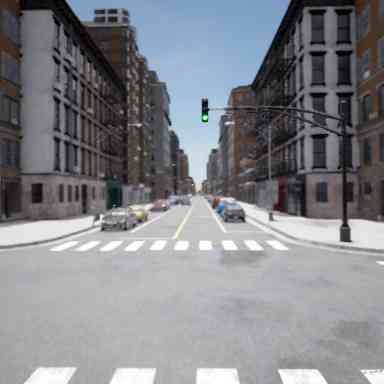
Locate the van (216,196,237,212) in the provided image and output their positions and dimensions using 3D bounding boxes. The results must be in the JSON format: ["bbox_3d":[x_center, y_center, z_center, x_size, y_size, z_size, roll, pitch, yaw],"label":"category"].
[{"bbox_3d":[3.525,1.492,32.710,1.690,1.788,3.998,0,0,1],"label":"van"}]

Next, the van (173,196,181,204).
[{"bbox_3d":[-3.442,1.791,76.151,1.690,1.788,3.998,0,0,1],"label":"van"}]

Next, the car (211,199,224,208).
[{"bbox_3d":[4.088,1.832,54.327,1.947,1.339,4.313,0,0,1],"label":"car"}]

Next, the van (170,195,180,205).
[{"bbox_3d":[-3.710,1.733,65.342,1.690,1.788,3.998,0,0,1],"label":"van"}]

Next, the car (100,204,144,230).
[{"bbox_3d":[-4.779,1.713,22.105,2.008,1.369,4.403,0,0,1],"label":"car"}]

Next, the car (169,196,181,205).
[{"bbox_3d":[-3.576,1.736,70.747,2.192,1.841,5.009,0,0,1],"label":"car"}]

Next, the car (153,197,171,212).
[{"bbox_3d":[-4.245,1.717,43.724,1.967,1.590,4.097,0,0,1],"label":"car"}]

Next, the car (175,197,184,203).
[{"bbox_3d":[-3.173,2.058,86.959,2.008,1.369,4.403,0,0,1],"label":"car"}]

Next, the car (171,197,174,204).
[{"bbox_3d":[-4.114,1.830,48.958,1.752,1.417,4.829,0,0,1],"label":"car"}]

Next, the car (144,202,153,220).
[{"bbox_3d":[-4.650,1.715,27.340,1.752,1.417,4.829,0,0,1],"label":"car"}]

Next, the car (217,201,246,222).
[{"bbox_3d":[3.386,1.674,27.305,2.008,1.369,4.403,0,0,1],"label":"car"}]

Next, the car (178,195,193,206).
[{"bbox_3d":[-1.112,1.856,62.120,1.837,1.490,4.892,0,0,1],"label":"car"}]

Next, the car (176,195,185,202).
[{"bbox_3d":[-3.041,1.851,92.365,2.192,1.841,5.009,0,0,1],"label":"car"}]

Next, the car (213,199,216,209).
[{"bbox_3d":[3.667,1.762,38.113,1.802,1.307,4.206,0,0,1],"label":"car"}]

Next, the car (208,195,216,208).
[{"bbox_3d":[3.945,1.552,48.924,2.192,1.841,5.009,0,0,1],"label":"car"}]

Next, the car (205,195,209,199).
[{"bbox_3d":[4.789,1.955,81.349,1.887,1.381,4.507,0,0,1],"label":"car"}]
